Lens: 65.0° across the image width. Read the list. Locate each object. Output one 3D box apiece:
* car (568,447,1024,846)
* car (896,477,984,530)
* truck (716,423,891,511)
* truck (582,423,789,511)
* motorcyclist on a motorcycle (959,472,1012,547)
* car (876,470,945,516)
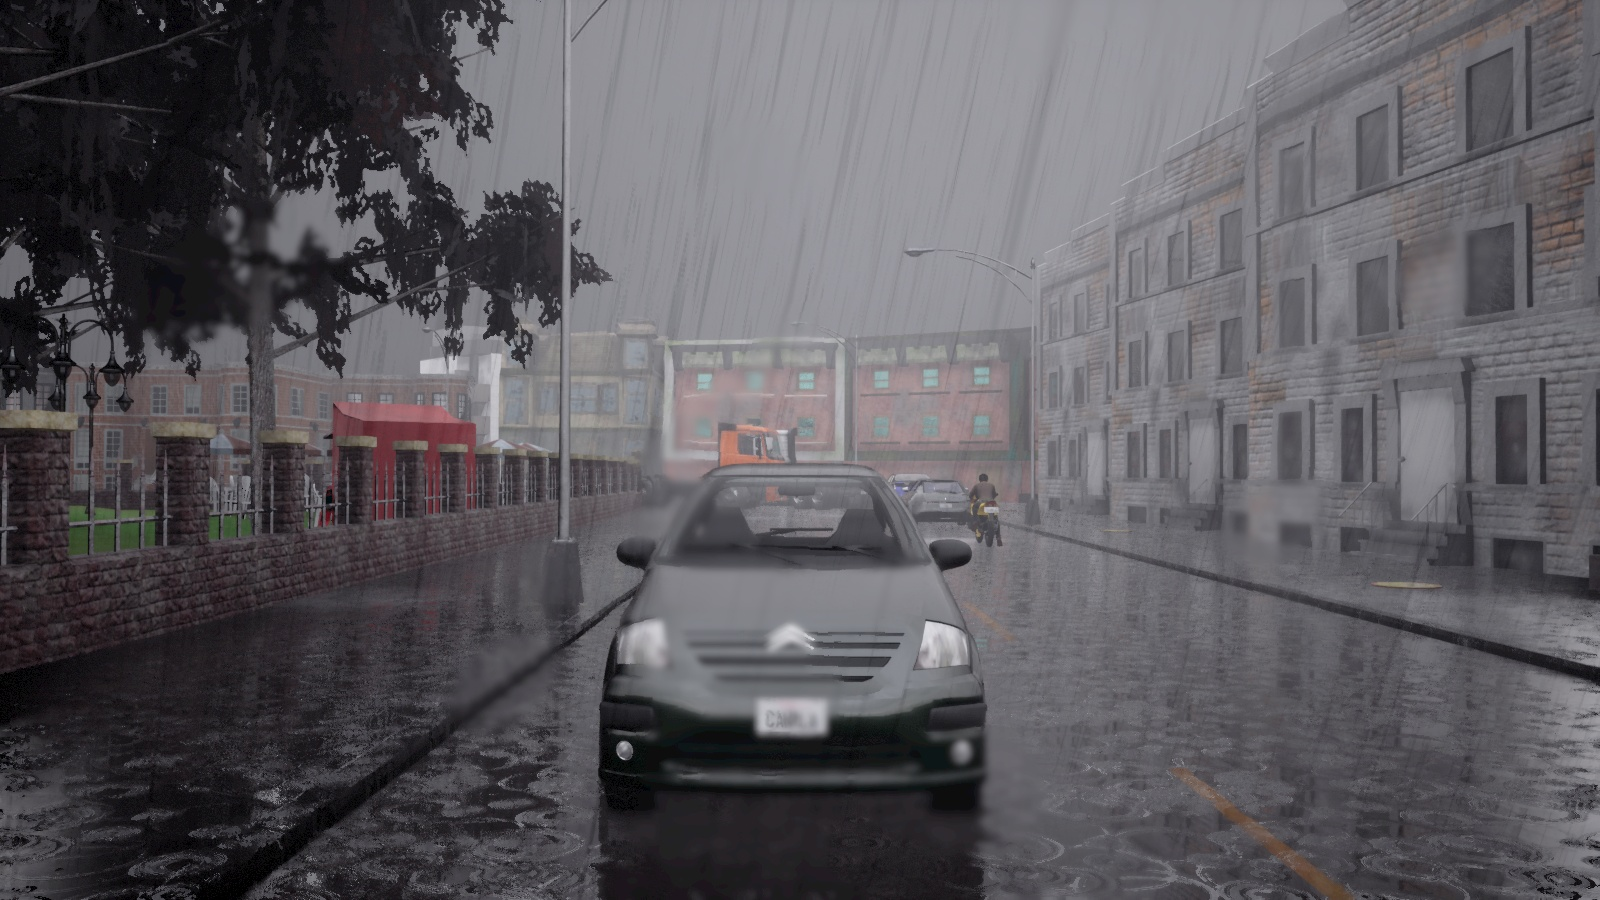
[{"bbox_3d":[-0.023,0.832,7.114,1.851,1.617,3.988,0,-1,0],"label":"car"},{"bbox_3d":[3.885,1.458,35.530,1.994,1.385,4.181,0,-1,-1],"label":"car"},{"bbox_3d":[0.006,0.729,53.569,2.891,3.462,7.936,-1,0,-41],"label":"truck"},{"bbox_3d":[-4.627,0.710,51.340,7.936,3.462,2.891,0,-1,10],"label":"truck"},{"bbox_3d":[3.910,1.226,26.584,0.797,1.523,2.044,0,-1,0],"label":"motorcyclist on a motorcycle"},{"bbox_3d":[3.843,1.489,44.325,2.007,1.525,4.514,0,-1,-1],"label":"car"}]
